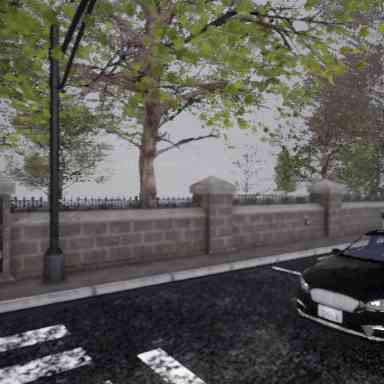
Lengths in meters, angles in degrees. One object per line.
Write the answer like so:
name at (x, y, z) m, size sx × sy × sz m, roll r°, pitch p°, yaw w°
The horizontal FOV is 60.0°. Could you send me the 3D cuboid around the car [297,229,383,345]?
car at (3.982, 1.485, 6.221) m, size 4.902 × 1.511 × 2.128 m, roll 0°, pitch 0°, yaw -36°
